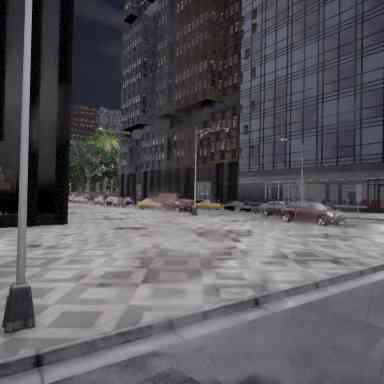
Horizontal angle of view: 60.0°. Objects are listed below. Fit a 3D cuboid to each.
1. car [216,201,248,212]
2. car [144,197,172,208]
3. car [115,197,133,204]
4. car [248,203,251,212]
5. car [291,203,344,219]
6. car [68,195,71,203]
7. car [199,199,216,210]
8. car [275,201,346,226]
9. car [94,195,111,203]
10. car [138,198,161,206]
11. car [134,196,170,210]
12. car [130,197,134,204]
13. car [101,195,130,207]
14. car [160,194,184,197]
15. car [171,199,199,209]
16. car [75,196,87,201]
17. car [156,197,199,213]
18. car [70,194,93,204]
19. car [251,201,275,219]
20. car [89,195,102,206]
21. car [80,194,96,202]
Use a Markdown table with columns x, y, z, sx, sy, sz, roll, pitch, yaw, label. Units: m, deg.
| x | y | z | sx | sy | sz | roll | pitch | yaw | label |
| --- | --- | --- | --- | --- | --- | --- | --- | --- | --- |
| 5.316 | 1.727 | 40.154 | 1.947 | 1.339 | 4.313 | 2 | -1 | -36 | car |
| -5.225 | 1.589 | 50.243 | 2.128 | 1.511 | 4.902 | 2 | -1 | -35 | car |
| -13.810 | 1.736 | 66.950 | 1.947 | 1.339 | 4.313 | 2 | -1 | -36 | car |
| 8.503 | 1.740 | 35.688 | 1.802 | 1.307 | 4.206 | 2 | -1 | -36 | car |
| 11.691 | 1.720 | 31.222 | 1.947 | 1.339 | 4.313 | 2 | -1 | -36 | car |
| -23.938 | 1.386 | 66.476 | 1.967 | 1.590 | 4.097 | 2 | -1 | -36 | car |
| 2.030 | 1.690 | 44.759 | 1.752 | 1.417 | 4.829 | 2 | -1 | -36 | car |
| 7.925 | 1.367 | 21.835 | 1.967 | 1.590 | 4.097 | 2 | -1 | -37 | car |
| -20.357 | 1.513 | 75.486 | 2.097 | 1.767 | 4.553 | 2 | -1 | -36 | car |
| -7.434 | 1.722 | 58.018 | 2.008 | 1.369 | 4.403 | 2 | -1 | -36 | car |
| -4.712 | 1.466 | 39.535 | 1.752 | 1.417 | 4.829 | 2 | -1 | -36 | car |
| -11.303 | 1.624 | 58.686 | 1.812 | 1.442 | 4.674 | 2 | -1 | -36 | car |
| -11.185 | 1.386 | 48.609 | 1.967 | 1.590 | 4.097 | 2 | -1 | -36 | car |
| -2.117 | 1.231 | 40.505 | 2.150 | 2.045 | 5.566 | 2 | -1 | -35 | car |
| -1.059 | 1.718 | 49.086 | 2.008 | 1.369 | 4.403 | 2 | -1 | -36 | car |
| -29.845 | 1.694 | 89.418 | 1.752 | 1.417 | 4.829 | 2 | -1 | -36 | car |
| -1.623 | 1.482 | 35.207 | 1.887 | 1.381 | 4.507 | 2 | -1 | -36 | car |
| -20.653 | 1.472 | 61.870 | 1.752 | 1.417 | 4.829 | 2 | -1 | -36 | car |
| 7.530 | 1.491 | 26.969 | 2.128 | 1.511 | 4.902 | 2 | -1 | -36 | car |
| -14.376 | 1.529 | 53.073 | 1.802 | 1.307 | 4.206 | 2 | -1 | -36 | car |
| -26.554 | 1.484 | 84.817 | 2.192 | 1.841 | 5.009 | 2 | -1 | -36 | car |
